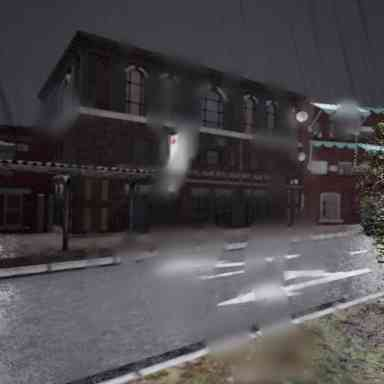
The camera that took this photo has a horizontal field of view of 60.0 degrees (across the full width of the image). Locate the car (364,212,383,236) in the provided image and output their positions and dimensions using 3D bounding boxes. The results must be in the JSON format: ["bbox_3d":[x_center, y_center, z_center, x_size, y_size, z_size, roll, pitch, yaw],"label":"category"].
[{"bbox_3d":[11.178,1.591,17.631,5.008,1.535,2.097,0,0,-31],"label":"car"}]
